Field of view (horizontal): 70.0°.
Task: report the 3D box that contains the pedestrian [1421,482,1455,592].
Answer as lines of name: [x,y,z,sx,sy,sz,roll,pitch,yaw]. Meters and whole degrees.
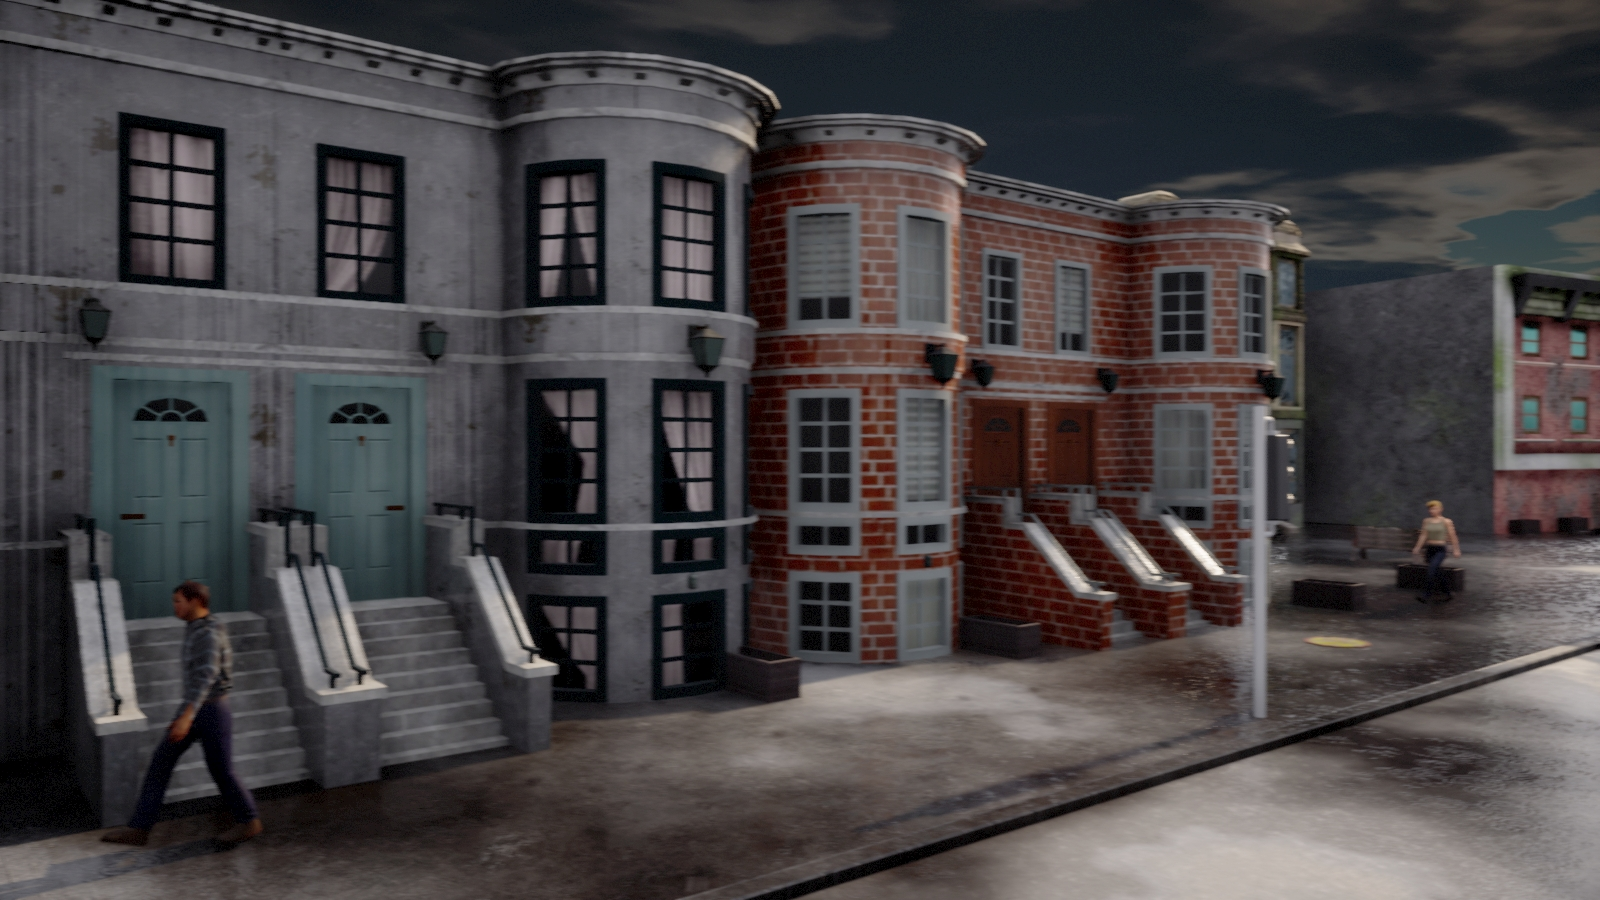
pedestrian: [11.003,1.486,19.707,0.375,1.860,0.375,0,0,-31]

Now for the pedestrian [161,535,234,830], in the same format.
pedestrian: [-4.023,1.518,7.623,0.375,1.860,0.375,0,0,-36]
